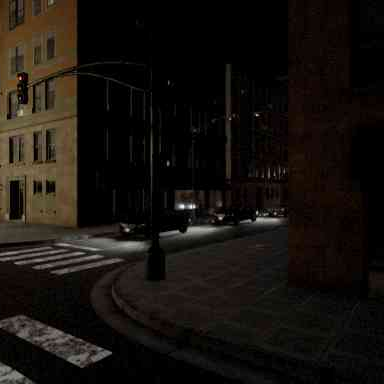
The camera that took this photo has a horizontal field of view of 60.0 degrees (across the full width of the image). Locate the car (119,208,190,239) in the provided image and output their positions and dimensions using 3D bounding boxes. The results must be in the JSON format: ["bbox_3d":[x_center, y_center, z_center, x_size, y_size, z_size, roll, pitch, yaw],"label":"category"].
[{"bbox_3d":[-1.878,1.610,18.276,1.812,1.442,4.674,0,0,34],"label":"car"}]

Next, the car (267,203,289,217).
[{"bbox_3d":[9.356,1.791,34.011,1.895,1.301,4.718,0,0,36],"label":"car"}]

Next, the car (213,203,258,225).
[{"bbox_3d":[3.453,1.627,25.748,2.128,1.511,4.902,0,0,35],"label":"car"}]
